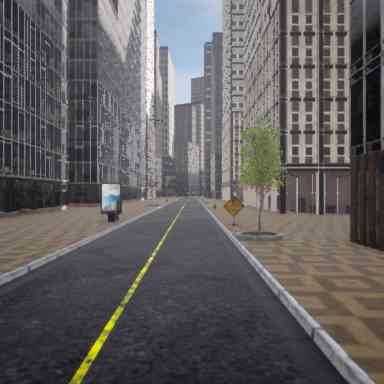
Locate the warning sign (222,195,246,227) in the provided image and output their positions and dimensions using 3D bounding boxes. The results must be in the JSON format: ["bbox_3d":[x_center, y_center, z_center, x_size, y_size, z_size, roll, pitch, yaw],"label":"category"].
[{"bbox_3d":[2.518,1.137,20.040,1.300,1.860,1.060,0,0,0],"label":"warning sign"}]
